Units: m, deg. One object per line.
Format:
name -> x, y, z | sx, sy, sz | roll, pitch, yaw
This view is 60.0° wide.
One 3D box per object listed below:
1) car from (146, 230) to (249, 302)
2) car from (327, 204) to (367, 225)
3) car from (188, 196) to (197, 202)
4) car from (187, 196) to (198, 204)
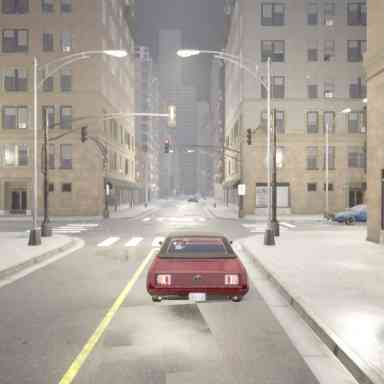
car -> 0.092, 1.601, 8.203 | 1.895, 1.301, 4.718 | 0, 0, 0
car -> 12.194, 1.512, 22.796 | 5.357, 1.411, 2.033 | 0, 0, 3
car -> 0.085, 1.566, 75.116 | 1.895, 1.301, 4.718 | 0, 0, 0
car -> 0.169, 1.507, 65.188 | 1.812, 1.442, 4.674 | 0, 0, 0
